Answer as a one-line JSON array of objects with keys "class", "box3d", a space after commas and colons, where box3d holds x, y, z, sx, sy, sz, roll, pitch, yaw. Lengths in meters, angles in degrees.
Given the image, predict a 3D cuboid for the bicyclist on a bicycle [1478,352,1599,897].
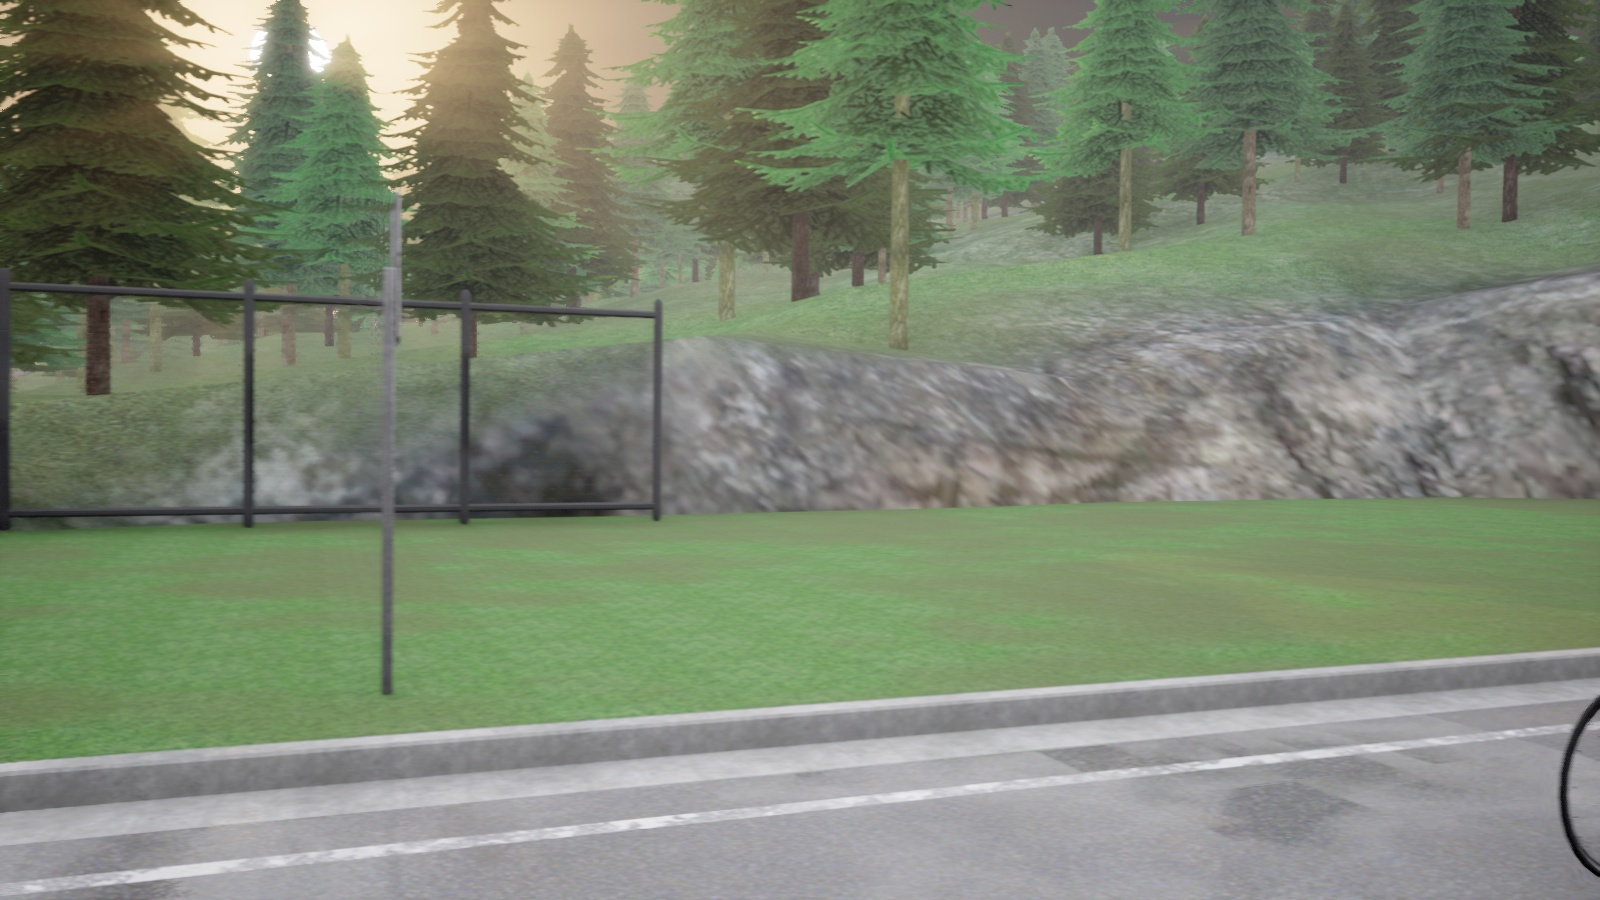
[{"class": "bicyclist on a bicycle", "box3d": [3.416, 0.558, 4.535, 1.843, 1.776, 0.659, -1, 1, -21]}]
